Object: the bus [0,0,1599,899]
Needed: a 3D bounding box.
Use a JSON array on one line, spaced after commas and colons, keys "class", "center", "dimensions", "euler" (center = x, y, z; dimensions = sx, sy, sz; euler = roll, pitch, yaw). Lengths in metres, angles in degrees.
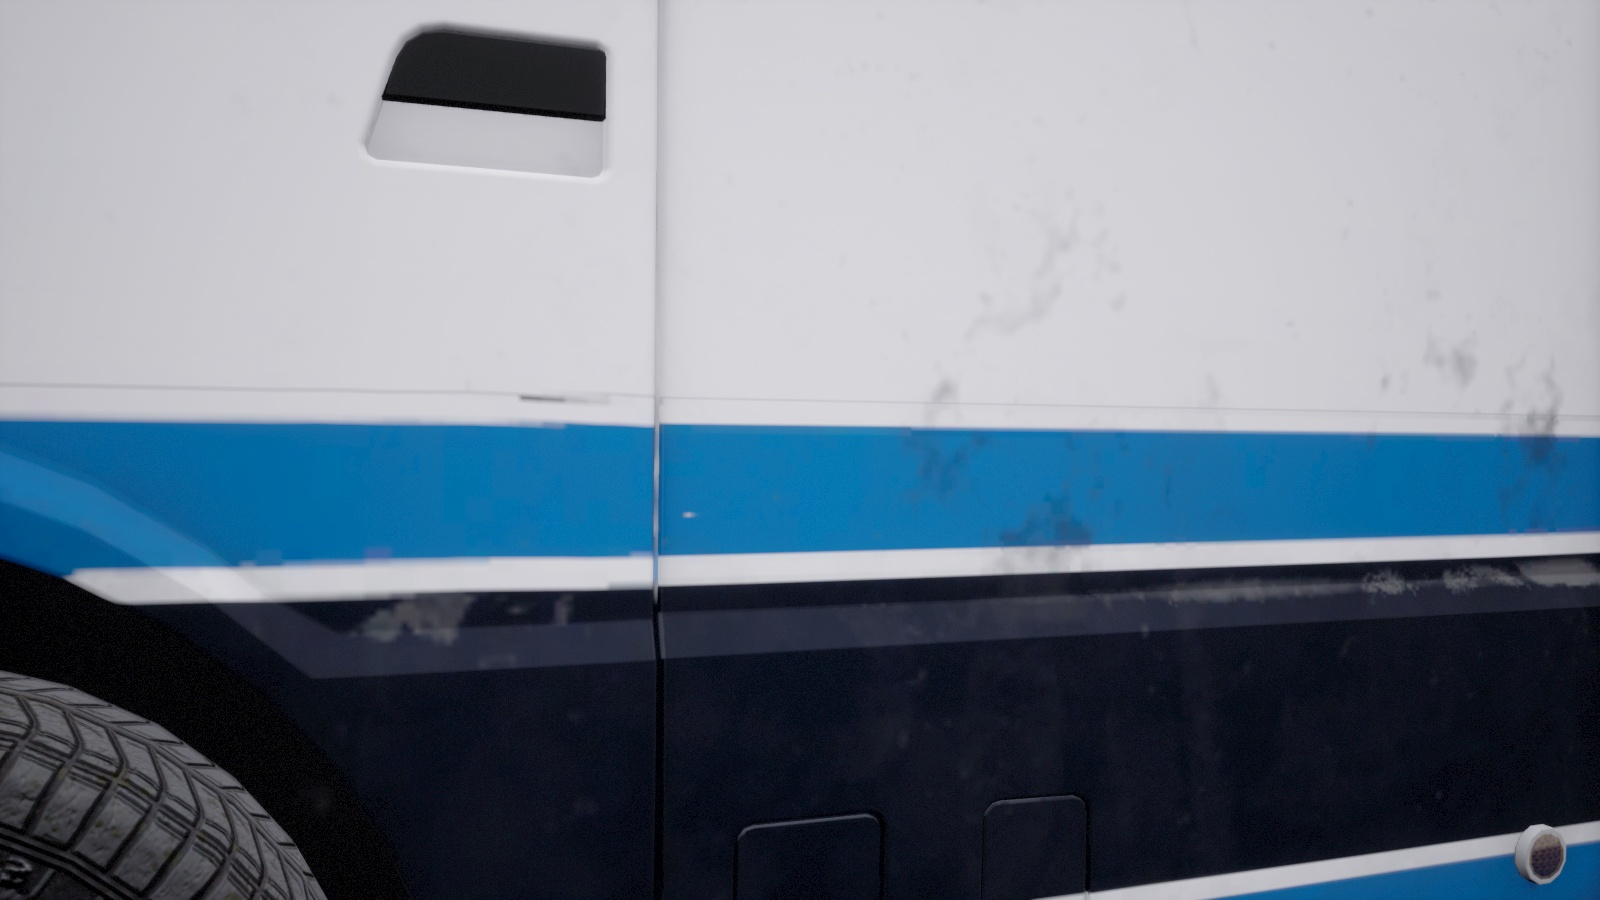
[{"class": "bus", "center": [1.219, -0.652, 3.684], "dimensions": [10.273, 4.253, 3.944], "euler": [-1, 1, -21]}]
